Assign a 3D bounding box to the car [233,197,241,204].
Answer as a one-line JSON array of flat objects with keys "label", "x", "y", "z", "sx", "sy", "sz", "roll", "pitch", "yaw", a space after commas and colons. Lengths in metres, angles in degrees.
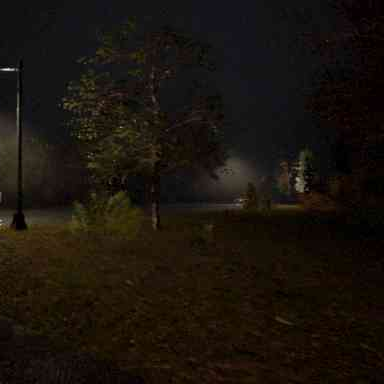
[{"label": "car", "x": 10.652, "y": 1.673, "z": 71.389, "sx": 2.097, "sy": 1.767, "sz": 4.553, "roll": 0, "pitch": 0, "yaw": 36}]
